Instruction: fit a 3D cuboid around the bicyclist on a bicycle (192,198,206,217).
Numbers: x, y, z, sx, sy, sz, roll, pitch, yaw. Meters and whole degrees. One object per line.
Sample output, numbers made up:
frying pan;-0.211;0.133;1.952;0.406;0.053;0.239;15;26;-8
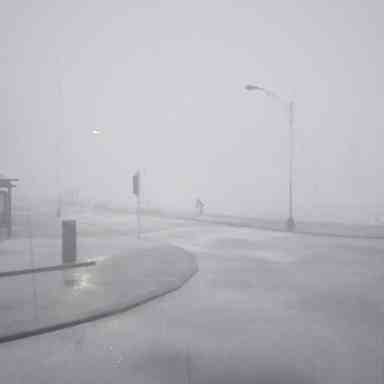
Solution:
bicyclist on a bicycle;0.629;1.395;29.514;1.656;1.620;0.582;0;0;-35

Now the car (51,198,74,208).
car;-19.423;1.609;50.464;1.994;1.385;4.181;0;0;-35

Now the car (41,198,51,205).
car;-25.201;1.648;58.586;1.895;1.301;4.718;0;0;-35
